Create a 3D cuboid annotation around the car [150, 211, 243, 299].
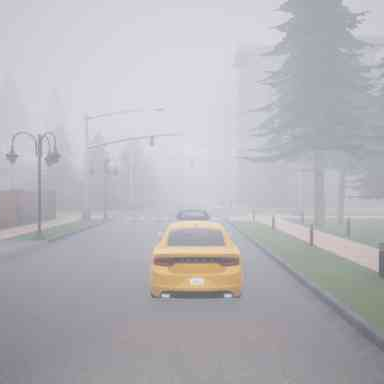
[{"bbox_3d":[0.084,1.478,8.529,1.882,1.535,5.008,0,0,0],"label":"car"}]
